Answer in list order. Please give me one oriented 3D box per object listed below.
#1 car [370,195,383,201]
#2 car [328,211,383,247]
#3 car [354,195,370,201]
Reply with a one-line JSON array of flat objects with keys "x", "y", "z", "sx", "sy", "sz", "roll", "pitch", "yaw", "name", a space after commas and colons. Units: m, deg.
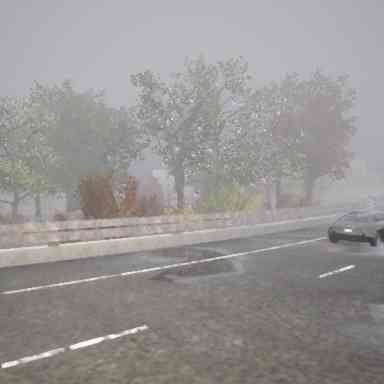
[{"x": 43.718, "y": 1.487, "z": 79.639, "sx": 1.812, "sy": 1.442, "sz": 4.674, "roll": 0, "pitch": 0, "yaw": 4, "name": "car"}, {"x": 7.922, "y": 1.570, "z": 15.180, "sx": 4.181, "sy": 1.385, "sz": 1.994, "roll": 0, "pitch": 0, "yaw": -44, "name": "car"}, {"x": 40.241, "y": 1.520, "z": 80.038, "sx": 1.994, "sy": 1.385, "sz": 4.181, "roll": 0, "pitch": 0, "yaw": 4, "name": "car"}]
